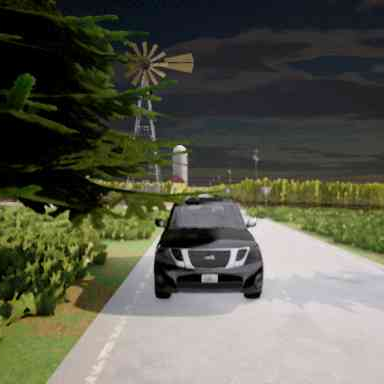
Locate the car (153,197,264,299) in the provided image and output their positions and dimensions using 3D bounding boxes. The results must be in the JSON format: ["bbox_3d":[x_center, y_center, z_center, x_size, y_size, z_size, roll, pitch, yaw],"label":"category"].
[{"bbox_3d":[0.336,1.181,8.706,2.150,2.045,5.566,0,0,0],"label":"car"}]
